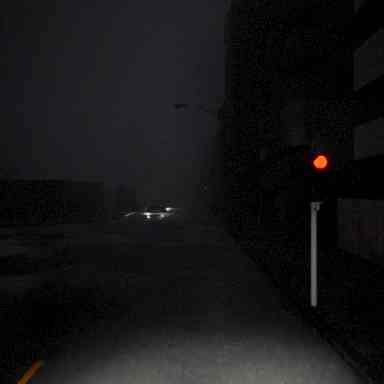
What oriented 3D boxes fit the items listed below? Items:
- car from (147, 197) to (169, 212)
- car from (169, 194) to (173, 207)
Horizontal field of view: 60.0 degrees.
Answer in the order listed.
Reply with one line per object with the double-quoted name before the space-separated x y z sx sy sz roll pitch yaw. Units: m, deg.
"car" -4.158 1.478 39.535 1.882 1.535 5.008 0 0 0
"car" -4.142 1.505 49.562 1.837 1.490 4.892 0 0 1
